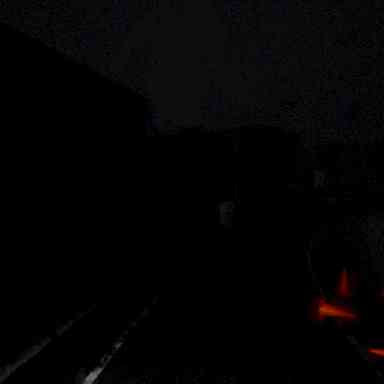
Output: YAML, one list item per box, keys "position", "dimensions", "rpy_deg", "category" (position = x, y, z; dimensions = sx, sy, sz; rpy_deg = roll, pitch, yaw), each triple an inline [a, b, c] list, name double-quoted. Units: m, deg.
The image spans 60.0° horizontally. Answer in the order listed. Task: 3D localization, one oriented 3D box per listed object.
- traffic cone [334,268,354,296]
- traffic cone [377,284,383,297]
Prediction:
- position: [3.516, 2.066, 7.696]
  dimensions: [0.340, 0.580, 0.340]
  rpy_deg: [2, 0, 2]
  category: "traffic cone"
- position: [4.515, 2.098, 7.664]
  dimensions: [0.340, 0.580, 0.340]
  rpy_deg: [2, 0, 2]
  category: "traffic cone"
